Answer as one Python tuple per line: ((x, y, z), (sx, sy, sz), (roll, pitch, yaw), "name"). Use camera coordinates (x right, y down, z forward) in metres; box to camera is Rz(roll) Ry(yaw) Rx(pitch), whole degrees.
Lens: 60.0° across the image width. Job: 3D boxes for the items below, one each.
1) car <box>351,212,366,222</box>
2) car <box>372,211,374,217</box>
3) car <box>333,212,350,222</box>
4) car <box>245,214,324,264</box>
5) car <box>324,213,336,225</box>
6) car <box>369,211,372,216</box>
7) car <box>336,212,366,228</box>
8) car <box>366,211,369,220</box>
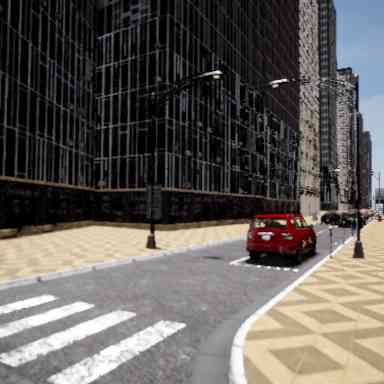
((26.286, 3.956, 52.411), (1.752, 1.417, 4.829), (-1, -3, 30), "car")
((43.178, 5.366, 81.084), (1.752, 1.417, 4.829), (-1, -3, 30), "car")
((24.330, 4.049, 54.013), (1.994, 1.385, 4.181), (-1, -3, 31), "car")
((3.909, 1.856, 14.180), (2.192, 1.841, 5.009), (-1, -3, 30), "car")
((18.155, 3.444, 43.507), (1.882, 1.535, 5.008), (-1, -3, 31), "car")
((31.830, 4.439, 61.821), (1.887, 1.381, 4.507), (-1, -3, 30), "car")
((17.718, 3.029, 37.038), (2.097, 1.767, 4.553), (-1, -3, 30), "car")
((21.268, 3.326, 43.064), (2.097, 1.767, 4.553), (-1, -3, 30), "car")
